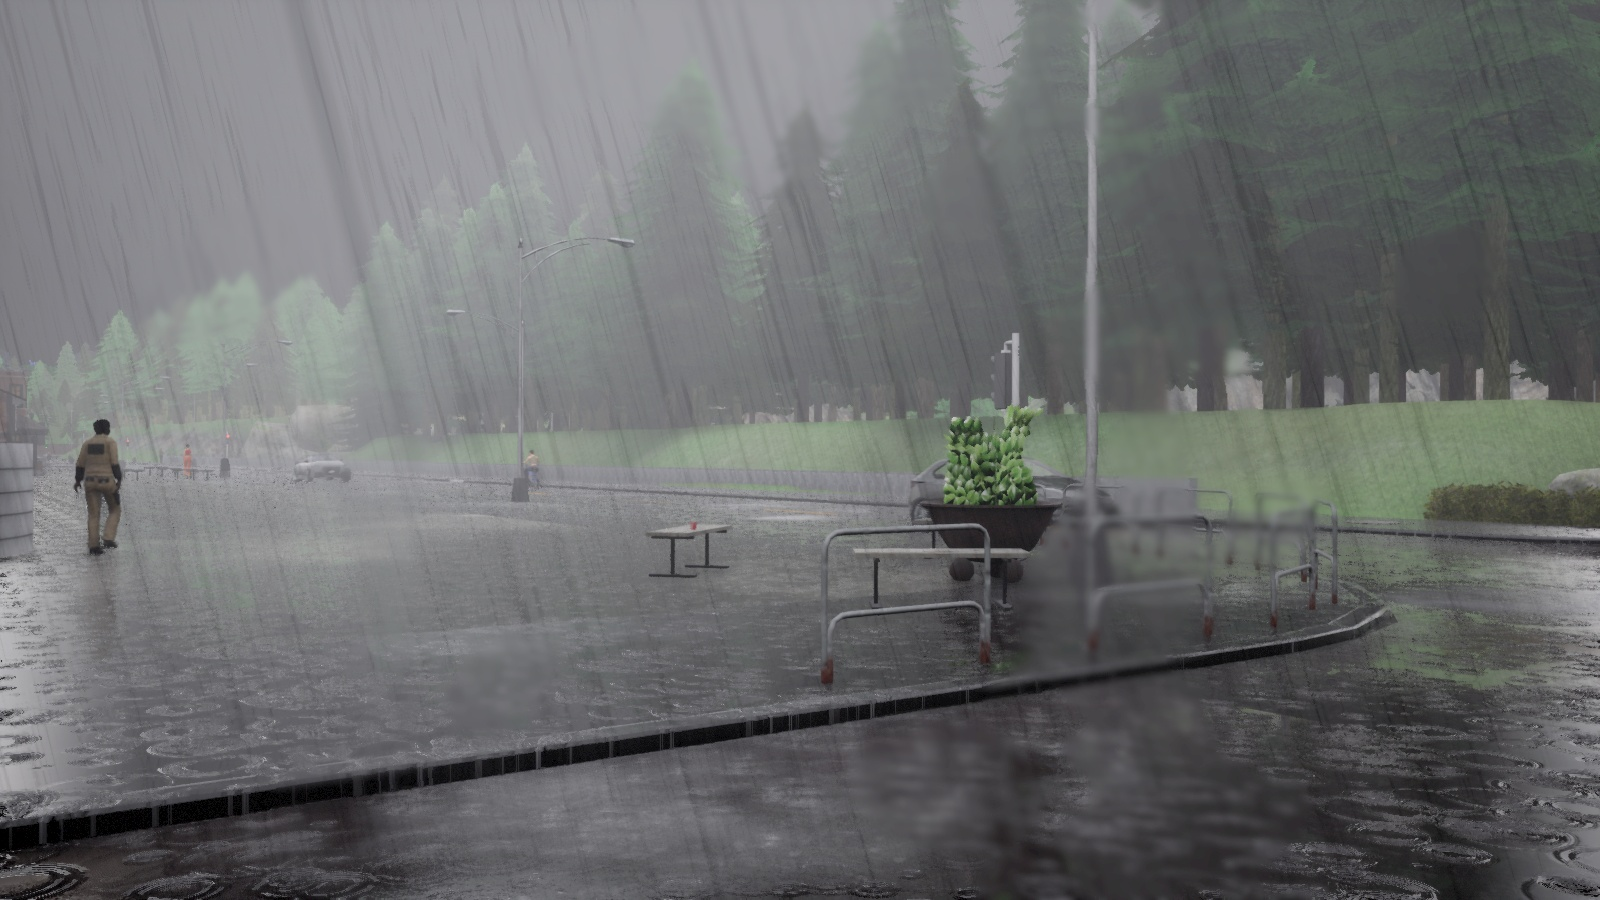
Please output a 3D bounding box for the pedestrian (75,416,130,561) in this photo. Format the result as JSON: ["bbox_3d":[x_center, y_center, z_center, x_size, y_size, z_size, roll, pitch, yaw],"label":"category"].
[{"bbox_3d":[-9.485,0.517,17.087,0.396,1.930,0.692,0,0,-4],"label":"pedestrian"}]

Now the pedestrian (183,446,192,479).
[{"bbox_3d":[-34.429,0.700,70.587,0.345,1.836,0.594,0,0,-34],"label":"pedestrian"}]

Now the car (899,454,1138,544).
[{"bbox_3d":[3.835,0.806,22.670,1.816,1.474,4.193,0,0,-35],"label":"car"}]

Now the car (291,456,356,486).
[{"bbox_3d":[-23.322,1.008,61.435,1.994,1.385,4.181,0,0,-35],"label":"car"}]
